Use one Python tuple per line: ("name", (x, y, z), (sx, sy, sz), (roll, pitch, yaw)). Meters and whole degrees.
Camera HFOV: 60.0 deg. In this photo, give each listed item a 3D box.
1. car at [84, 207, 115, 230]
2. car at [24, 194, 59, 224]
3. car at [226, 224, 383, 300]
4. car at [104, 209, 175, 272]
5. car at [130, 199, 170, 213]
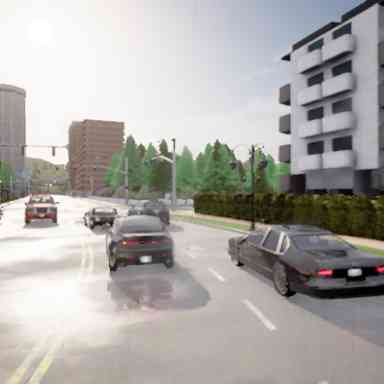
("car", (-5.866, 1.627, 21.669), (1.895, 1.301, 4.718), (0, 0, -24))
("car", (-11.581, 1.278, 25.620), (2.150, 2.045, 5.566), (0, 0, -25))
("car", (2.502, 1.538, 8.603), (2.033, 1.411, 5.357), (0, 0, -12))
("car", (-1.824, 1.512, 10.917), (1.837, 1.490, 4.892), (0, 0, -15))
("car", (-3.214, 1.368, 24.166), (2.097, 1.767, 4.553), (0, 0, -23))
